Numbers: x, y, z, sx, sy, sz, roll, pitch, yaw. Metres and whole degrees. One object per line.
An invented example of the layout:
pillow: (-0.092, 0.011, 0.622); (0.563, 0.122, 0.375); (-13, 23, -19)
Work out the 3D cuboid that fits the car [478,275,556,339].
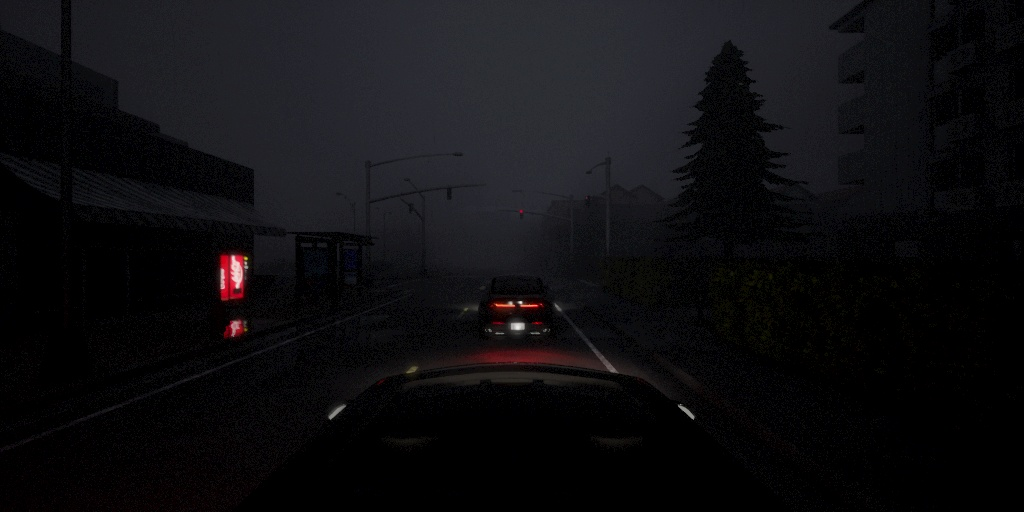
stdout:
car: (0.117, 1.255, 10.062); (1.837, 1.490, 4.892); (0, 0, 0)
